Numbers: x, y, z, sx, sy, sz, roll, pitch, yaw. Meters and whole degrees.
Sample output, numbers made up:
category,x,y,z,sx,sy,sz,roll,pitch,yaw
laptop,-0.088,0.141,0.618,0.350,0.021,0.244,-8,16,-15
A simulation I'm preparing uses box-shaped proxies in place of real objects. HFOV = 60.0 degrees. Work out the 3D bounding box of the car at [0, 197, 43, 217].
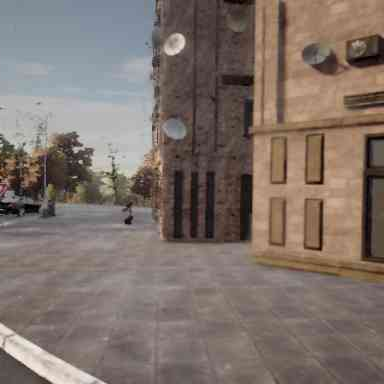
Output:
category,x,y,z,sx,sy,sz,roll,pitch,yaw
car,-14.140,1.150,27.430,1.882,1.535,5.008,0,1,2
